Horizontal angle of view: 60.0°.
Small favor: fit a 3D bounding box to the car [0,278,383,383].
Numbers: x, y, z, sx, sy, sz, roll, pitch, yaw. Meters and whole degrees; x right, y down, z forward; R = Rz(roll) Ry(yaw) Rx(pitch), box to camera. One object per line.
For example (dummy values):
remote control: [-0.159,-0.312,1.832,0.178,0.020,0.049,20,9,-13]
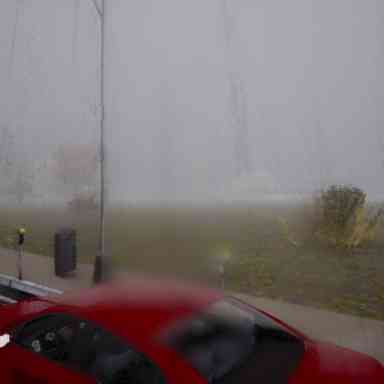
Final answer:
car: [-0.654,1.553,3.176,4.507,1.381,1.887,0,1,36]
